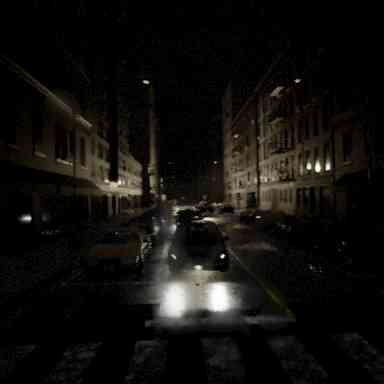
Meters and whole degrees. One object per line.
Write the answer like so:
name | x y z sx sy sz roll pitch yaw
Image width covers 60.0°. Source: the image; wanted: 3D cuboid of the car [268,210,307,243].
car | 5.524 1.789 17.072 1.802 1.307 4.206 -1 -1 -2

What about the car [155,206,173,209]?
car | -2.877 2.125 27.612 1.947 1.339 4.313 -1 -1 -2

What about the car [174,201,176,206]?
car | -3.453 2.292 43.840 1.967 1.590 4.097 -1 -1 -2

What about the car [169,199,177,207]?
car | -5.173 3.028 92.518 2.192 1.841 5.009 -1 -1 -2

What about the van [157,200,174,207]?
van | -3.264 2.096 38.433 1.690 1.788 3.998 -1 -1 -2

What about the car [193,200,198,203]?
car | 1.604 2.526 56.102 1.994 1.385 4.181 -1 -1 -2

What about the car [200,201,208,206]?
car | 3.042 3.046 87.382 1.802 1.307 4.206 -1 -1 -2

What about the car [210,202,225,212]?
car | 4.187 2.442 54.931 2.008 1.369 4.403 -1 -1 -2

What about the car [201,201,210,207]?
car | 3.226 2.899 82.144 1.752 1.417 4.829 -1 -1 -2

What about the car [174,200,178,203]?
car | -4.023 2.709 60.062 1.947 1.339 4.313 -1 -1 -2

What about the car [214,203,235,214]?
car | 4.569 2.247 44.114 2.008 1.369 4.403 -1 -1 -2

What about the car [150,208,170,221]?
car | -2.686 2.027 22.204 1.947 1.339 4.313 -1 -1 -2

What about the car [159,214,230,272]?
car | 0.240 1.770 11.935 2.033 1.411 5.357 -1 -1 1

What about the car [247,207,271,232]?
car | 5.333 1.872 22.480 1.947 1.339 4.313 -1 -1 -2

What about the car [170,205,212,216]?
car | -0.134 1.895 21.817 2.128 1.511 4.902 -1 -1 -2

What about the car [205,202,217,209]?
car | 3.805 2.651 65.747 1.947 1.339 4.313 -1 -1 -2

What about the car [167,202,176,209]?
car | -4.404 2.919 70.879 1.802 1.307 4.206 -1 -1 -2

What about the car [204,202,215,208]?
car | 3.615 2.747 71.156 1.947 1.339 4.313 -1 -1 -2

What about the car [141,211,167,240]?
car | -2.496 1.914 16.796 2.008 1.369 4.403 -1 -1 -2

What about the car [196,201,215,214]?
car | 1.956 2.291 46.275 1.837 1.490 4.892 -1 -1 -2

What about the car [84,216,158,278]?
car | -2.299 1.786 11.217 1.752 1.417 4.829 -1 -1 -2

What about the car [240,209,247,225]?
car | 5.135 1.933 28.059 1.752 1.417 4.829 -1 -1 -2

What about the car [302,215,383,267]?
car | 5.714 1.674 11.663 1.947 1.339 4.313 -1 -1 -2
